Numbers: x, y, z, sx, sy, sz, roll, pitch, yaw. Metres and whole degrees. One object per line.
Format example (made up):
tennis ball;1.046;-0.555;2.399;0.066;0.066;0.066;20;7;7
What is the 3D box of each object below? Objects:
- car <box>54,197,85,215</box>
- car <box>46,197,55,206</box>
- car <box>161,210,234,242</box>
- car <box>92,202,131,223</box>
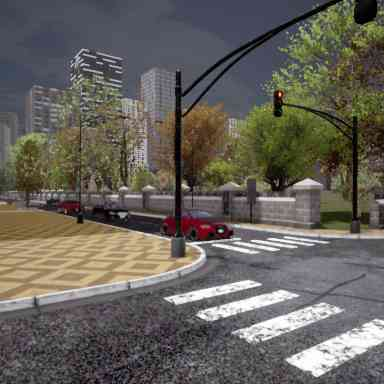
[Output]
car;-13.210;1.577;36.315;1.882;1.535;5.008;0;0;-34
car;-24.116;1.672;58.056;2.128;1.511;4.902;0;0;-34
car;0.160;1.593;16.733;1.994;1.385;4.181;0;0;-35
car;-6.442;1.557;26.329;2.128;1.511;4.902;0;0;-34
